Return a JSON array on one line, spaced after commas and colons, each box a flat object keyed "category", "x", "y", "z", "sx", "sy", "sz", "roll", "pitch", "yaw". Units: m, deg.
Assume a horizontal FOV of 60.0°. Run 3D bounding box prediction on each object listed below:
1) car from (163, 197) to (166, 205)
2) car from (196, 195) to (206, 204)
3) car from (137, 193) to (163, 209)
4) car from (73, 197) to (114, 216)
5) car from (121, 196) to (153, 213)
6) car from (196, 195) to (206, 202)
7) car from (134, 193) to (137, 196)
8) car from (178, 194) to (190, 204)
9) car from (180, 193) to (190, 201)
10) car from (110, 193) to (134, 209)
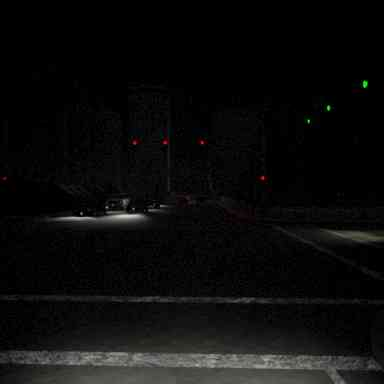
[{"category": "car", "x": -5.549, "y": 1.547, "z": 57.152, "sx": 2.033, "sy": 1.411, "sz": 5.357, "roll": 0, "pitch": 0, "yaw": 2}, {"category": "car", "x": 1.741, "y": 1.504, "z": 65.349, "sx": 1.837, "sy": 1.490, "sz": 4.892, "roll": 0, "pitch": 0, "yaw": 1}, {"category": "car", "x": -5.819, "y": 1.221, "z": 46.797, "sx": 2.150, "sy": 2.045, "sz": 5.566, "roll": 0, "pitch": 0, "yaw": 1}, {"category": "car", "x": -9.745, "y": 1.547, "z": 32.529, "sx": 2.033, "sy": 1.411, "sz": 5.357, "roll": 0, "pitch": 0, "yaw": 4}, {"category": "car", "x": -6.059, "y": 1.491, "z": 37.225, "sx": 2.128, "sy": 1.511, "sz": 4.902, "roll": 0, "pitch": 0, "yaw": 1}, {"category": "car", "x": 1.969, "y": 1.351, "z": 74.566, "sx": 2.128, "sy": 1.511, "sz": 4.902, "roll": 0, "pitch": 0, "yaw": 1}, {"category": "car", "x": -9.124, "y": 1.223, "z": 54.282, "sx": 2.150, "sy": 2.045, "sz": 5.566, "roll": 0, "pitch": 0, "yaw": 1}, {"category": "car", "x": -1.743, "y": 1.564, "z": 66.062, "sx": 1.994, "sy": 1.385, "sz": 4.181, "roll": 0, "pitch": 0, "yaw": 1}, {"category": "car", "x": -1.530, "y": 1.181, "z": 74.623, "sx": 2.097, "sy": 1.767, "sz": 4.553, "roll": 0, "pitch": 0, "yaw": 1}, {"category": "car", "x": -9.423, "y": 1.221, "z": 42.709, "sx": 2.150, "sy": 2.045, "sz": 5.566, "roll": 0, "pitch": 0, "yaw": 2}]
